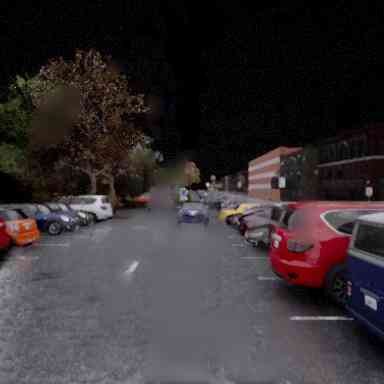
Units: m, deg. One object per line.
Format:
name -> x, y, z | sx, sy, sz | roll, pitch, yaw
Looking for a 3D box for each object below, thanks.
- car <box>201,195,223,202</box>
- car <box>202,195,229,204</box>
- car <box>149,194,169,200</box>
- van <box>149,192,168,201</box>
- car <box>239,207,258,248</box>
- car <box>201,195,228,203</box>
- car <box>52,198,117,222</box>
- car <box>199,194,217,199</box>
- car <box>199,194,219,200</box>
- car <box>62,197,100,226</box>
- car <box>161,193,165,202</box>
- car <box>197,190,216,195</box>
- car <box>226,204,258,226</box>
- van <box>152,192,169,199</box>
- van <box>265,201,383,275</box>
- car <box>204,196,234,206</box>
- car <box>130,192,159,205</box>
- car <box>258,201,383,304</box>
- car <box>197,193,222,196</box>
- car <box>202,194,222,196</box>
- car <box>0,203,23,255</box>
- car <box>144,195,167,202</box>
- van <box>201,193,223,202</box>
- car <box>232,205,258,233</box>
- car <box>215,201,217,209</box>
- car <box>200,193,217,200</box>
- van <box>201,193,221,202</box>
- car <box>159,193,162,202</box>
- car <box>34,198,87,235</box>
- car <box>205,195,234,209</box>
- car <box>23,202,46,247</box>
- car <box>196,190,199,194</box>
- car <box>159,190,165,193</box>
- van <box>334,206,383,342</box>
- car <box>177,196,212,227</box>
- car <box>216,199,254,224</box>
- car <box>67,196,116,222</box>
car -> 4.294, 1.445, 72.693 | 4.674, 1.452, 2.002 | 0, 0, 0
car -> 4.289, 1.401, 61.391 | 5.008, 1.535, 2.097 | 0, 0, 0
car -> -8.295, 1.316, 83.977 | 4.792, 1.488, 2.163 | 0, 1, 0
van -> -8.148, 1.109, 81.147 | 4.442, 1.987, 1.878 | 0, 1, 0
car -> 4.526, 1.511, 12.978 | 4.892, 1.521, 2.231 | 0, 0, 0
car -> 4.281, 1.402, 64.216 | 5.008, 1.535, 2.097 | 0, 0, 0
car -> -8.551, 1.416, 26.879 | 4.553, 1.767, 2.185 | 0, 0, 0
car -> 4.312, 1.228, 89.668 | 4.674, 1.452, 2.002 | 0, 1, 0
car -> 4.314, 1.285, 84.017 | 5.008, 1.535, 2.097 | 0, 1, 0
car -> -8.604, 1.403, 21.183 | 4.553, 1.767, 2.185 | 0, 0, 0
car -> -8.298, 1.403, 64.189 | 4.892, 1.521, 2.231 | 0, 0, 0
car -> 4.318, 1.152, 67.042 | 5.566, 2.045, 2.435 | 0, 0, 0
car -> 4.508, 1.563, 18.544 | 4.674, 1.452, 2.002 | 0, 0, 0
van -> -8.373, 0.963, 89.617 | 4.442, 1.987, 1.878 | 0, 1, 0
van -> 4.640, 1.278, 10.071 | 4.442, 1.987, 1.878 | 0, 0, 0
car -> 4.272, 1.438, 52.913 | 4.674, 1.452, 2.002 | 0, 0, 0
car -> -8.271, 1.273, 55.718 | 4.553, 1.767, 2.185 | 0, 0, 0
car -> 4.556, 1.247, 7.412 | 5.566, 2.045, 2.435 | 0, 0, 0
car -> 4.095, 1.397, 58.565 | 5.366, 1.575, 1.946 | 0, 0, 0
car -> 4.242, 1.427, 50.087 | 4.792, 1.488, 2.163 | 0, 0, 0
car -> -8.584, 1.253, 10.044 | 5.566, 2.045, 2.435 | 0, 0, 0
car -> -8.271, 1.402, 75.370 | 5.008, 1.535, 2.097 | 0, 0, 0
van -> 4.176, 1.178, 69.868 | 4.442, 1.987, 1.878 | 0, 0, 0
car -> 4.544, 1.546, 15.761 | 4.792, 1.488, 2.163 | 0, 0, 0
car -> 4.483, 1.581, 26.752 | 4.674, 1.452, 2.002 | -1, 0, 0
car -> 4.280, 1.111, 86.840 | 4.553, 1.767, 2.185 | 0, 1, 0
van -> 4.183, 1.176, 75.398 | 4.442, 1.987, 1.878 | 0, 0, 0
car -> -8.294, 1.400, 58.417 | 5.008, 1.535, 2.097 | 0, 0, 0
car -> -8.600, 1.397, 18.398 | 4.553, 1.767, 2.185 | 0, 0, 0
car -> 3.441, 1.505, 41.149 | 2.033, 1.411, 5.357 | 0, 1, -17
car -> -8.529, 1.385, 12.953 | 4.553, 1.767, 2.185 | 0, 0, 0
car -> 4.290, 0.887, 92.488 | 5.566, 2.045, 2.435 | 0, 1, 0
car -> -8.252, 1.153, 72.535 | 5.566, 2.045, 2.435 | 0, 0, 0
van -> 4.649, 1.266, 4.629 | 4.442, 1.987, 1.878 | 0, 0, 0
car -> 0.069, 1.404, 23.148 | 2.097, 1.767, 4.553 | 0, 0, 0
car -> 4.688, 1.532, 24.111 | 5.366, 1.575, 1.946 | 0, 0, 0
car -> -8.606, 1.284, 24.094 | 5.566, 2.045, 2.435 | 0, 0, 0
